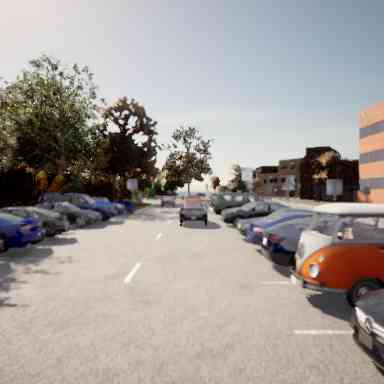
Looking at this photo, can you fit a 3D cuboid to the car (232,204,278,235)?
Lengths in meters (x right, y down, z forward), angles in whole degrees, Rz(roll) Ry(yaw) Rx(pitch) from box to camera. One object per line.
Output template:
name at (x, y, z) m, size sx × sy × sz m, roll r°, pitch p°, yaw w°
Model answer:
car at (4.415, 1.456, 15.299) m, size 4.674 × 1.452 × 2.002 m, roll 0°, pitch 0°, yaw 0°

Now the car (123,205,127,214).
car at (-8.099, 1.209, 29.343) m, size 4.553 × 1.767 × 2.185 m, roll 0°, pitch 0°, yaw 0°

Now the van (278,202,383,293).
van at (4.297, 1.225, 6.821) m, size 4.442 × 1.987 × 1.878 m, roll 0°, pitch 0°, yaw 0°

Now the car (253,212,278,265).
car at (4.442, 1.469, 9.648) m, size 4.792 × 1.488 × 2.163 m, roll 0°, pitch 0°, yaw 0°

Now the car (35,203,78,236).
car at (-8.152, 1.417, 15.217) m, size 4.892 × 1.521 × 2.231 m, roll 0°, pitch 0°, yaw 0°

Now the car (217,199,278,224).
car at (4.414, 1.414, 23.778) m, size 4.674 × 1.452 × 2.002 m, roll 0°, pitch 0°, yaw 0°

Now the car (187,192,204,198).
car at (0.094, 1.130, 41.294) m, size 2.097 × 1.767 × 4.553 m, roll 0°, pitch 1°, yaw 0°

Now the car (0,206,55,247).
car at (-8.151, 1.427, 12.393) m, size 5.008 × 1.535 × 2.097 m, roll 0°, pitch 0°, yaw 0°

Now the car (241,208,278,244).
car at (4.410, 1.468, 12.474) m, size 4.674 × 1.452 × 2.002 m, roll 0°, pitch 0°, yaw 0°

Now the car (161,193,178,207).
car at (-3.263, 1.264, 46.109) m, size 1.812 × 1.442 × 4.674 m, roll 0°, pitch 0°, yaw 0°

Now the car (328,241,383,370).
car at (4.416, 1.503, 3.996) m, size 4.674 × 1.452 × 2.002 m, roll 0°, pitch 0°, yaw 0°

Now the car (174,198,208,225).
car at (0.097, 1.389, 23.132) m, size 2.128 × 1.511 × 4.902 m, roll 0°, pitch 0°, yaw 0°

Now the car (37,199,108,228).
car at (-8.167, 1.390, 20.864) m, size 4.892 × 1.521 × 2.231 m, roll 0°, pitch 0°, yaw 0°

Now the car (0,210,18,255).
car at (-8.150, 1.439, 9.570) m, size 5.008 × 1.535 × 2.097 m, roll 0°, pitch 0°, yaw 0°

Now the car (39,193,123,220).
car at (-8.133, 1.124, 23.563) m, size 5.566 × 2.045 × 2.435 m, roll 0°, pitch 0°, yaw 0°

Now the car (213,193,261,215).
car at (4.440, 1.107, 26.601) m, size 5.566 × 2.045 × 2.435 m, roll 0°, pitch 0°, yaw 0°
